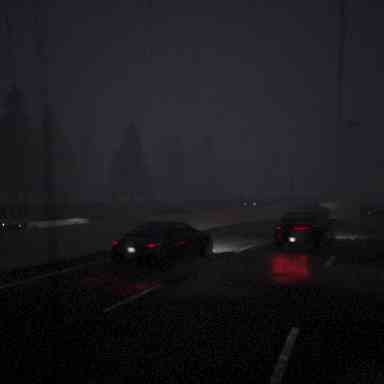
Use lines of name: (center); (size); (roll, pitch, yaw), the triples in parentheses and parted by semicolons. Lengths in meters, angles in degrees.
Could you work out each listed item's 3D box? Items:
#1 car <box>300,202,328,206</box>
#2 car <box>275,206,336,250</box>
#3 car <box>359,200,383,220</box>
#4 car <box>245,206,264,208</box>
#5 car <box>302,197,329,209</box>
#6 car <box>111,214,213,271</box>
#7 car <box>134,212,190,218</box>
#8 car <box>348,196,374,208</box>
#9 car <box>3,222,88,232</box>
car: (10.112, 1.652, 27.764); (2.128, 1.511, 4.902); (-1, -1, 40)
car: (5.182, 1.596, 14.995); (1.837, 1.490, 4.892); (-1, -1, 32)
car: (16.591, 1.595, 29.797); (1.882, 1.535, 5.008); (-1, -1, 43)
car: (9.420, 1.698, 47.582); (4.553, 1.767, 2.097); (0, -1, -43)
car: (19.225, 1.643, 51.721); (4.553, 1.767, 2.097); (0, -1, -41)
car: (-0.846, 1.681, 11.531); (1.994, 1.385, 4.181); (-1, -1, 27)
car: (-2.067, 1.715, 23.459); (1.882, 1.535, 5.008); (-1, -1, 34)
car: (27.764, 1.587, 54.584); (4.553, 1.767, 2.097); (0, -1, -41)
car: (-8.570, 1.866, 19.673); (1.895, 1.301, 4.718); (-1, -1, 31)
